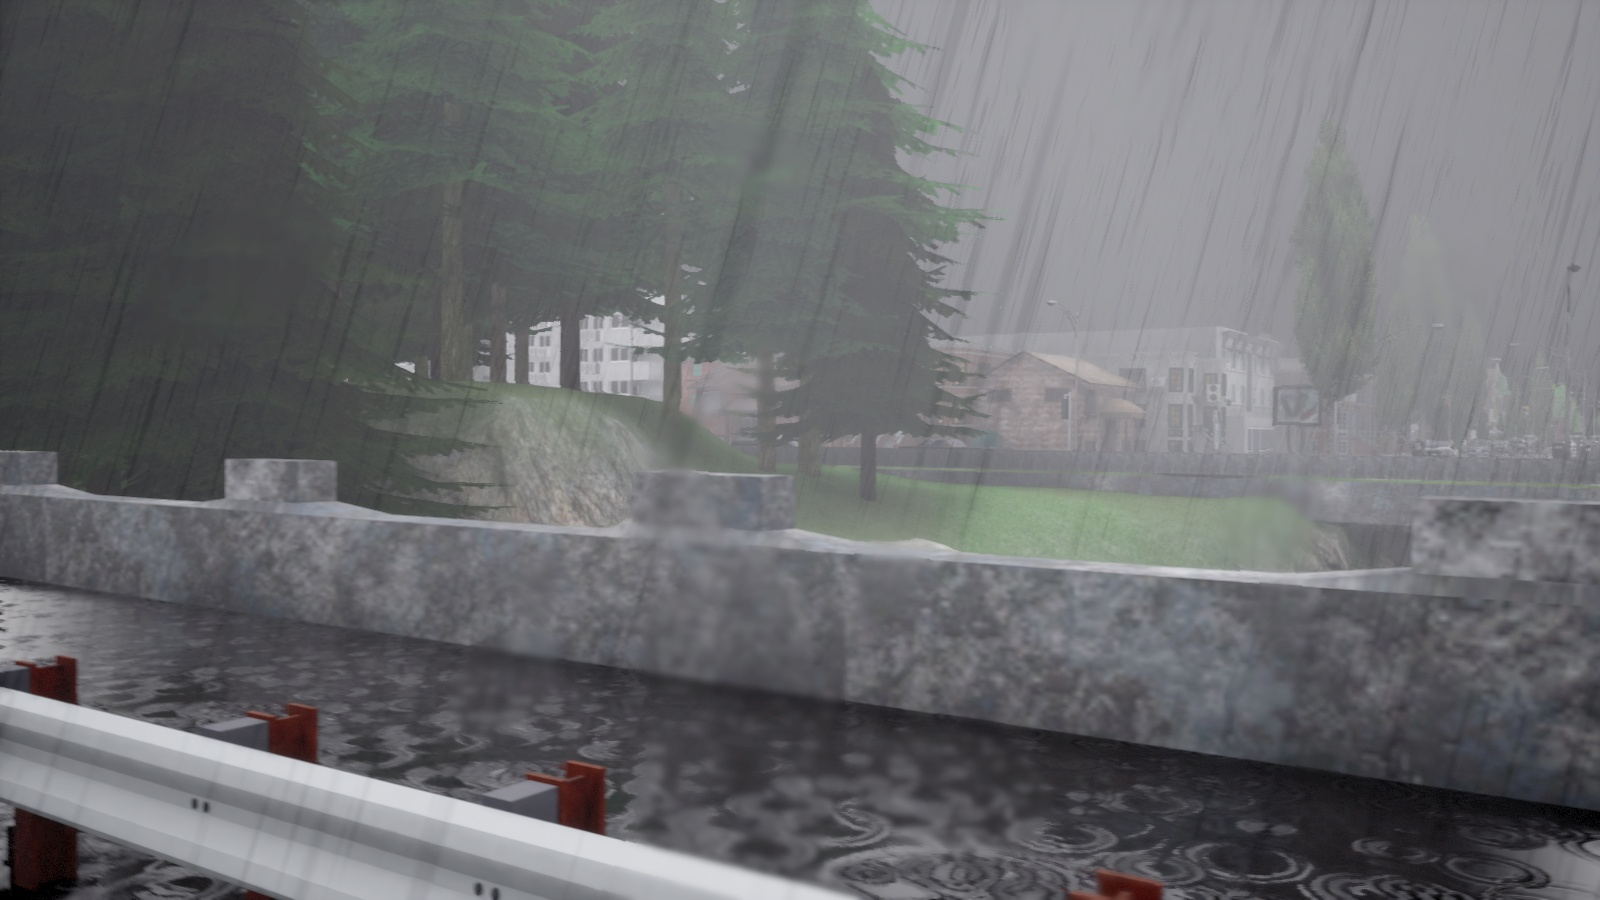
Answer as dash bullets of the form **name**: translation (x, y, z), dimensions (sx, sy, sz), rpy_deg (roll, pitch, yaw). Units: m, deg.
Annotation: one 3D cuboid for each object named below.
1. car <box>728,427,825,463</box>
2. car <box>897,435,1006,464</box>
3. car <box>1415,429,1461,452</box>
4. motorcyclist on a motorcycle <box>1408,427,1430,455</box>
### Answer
- **car**: translation (-1.226, -0.280, 64.532), dimensions (4.553, 1.767, 2.097), rpy_deg (0, 1, 34)
- **car**: translation (7.111, -0.037, 58.983), dimensions (4.718, 1.301, 1.895), rpy_deg (0, 1, 34)
- **car**: translation (39.145, -0.610, 76.998), dimensions (1.994, 1.385, 4.181), rpy_deg (0, 1, 34)
- **motorcyclist on a motorcycle**: translation (34.586, -0.504, 70.144), dimensions (0.866, 1.530, 2.191), rpy_deg (0, 1, 34)
